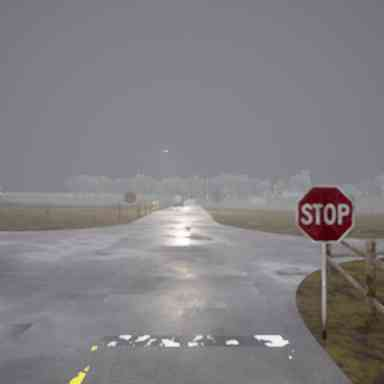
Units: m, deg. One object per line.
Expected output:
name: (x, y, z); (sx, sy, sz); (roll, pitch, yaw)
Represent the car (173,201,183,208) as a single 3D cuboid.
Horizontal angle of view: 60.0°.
car: (-2.716, 2.401, 65.789); (1.994, 1.385, 4.181); (0, -2, 0)
